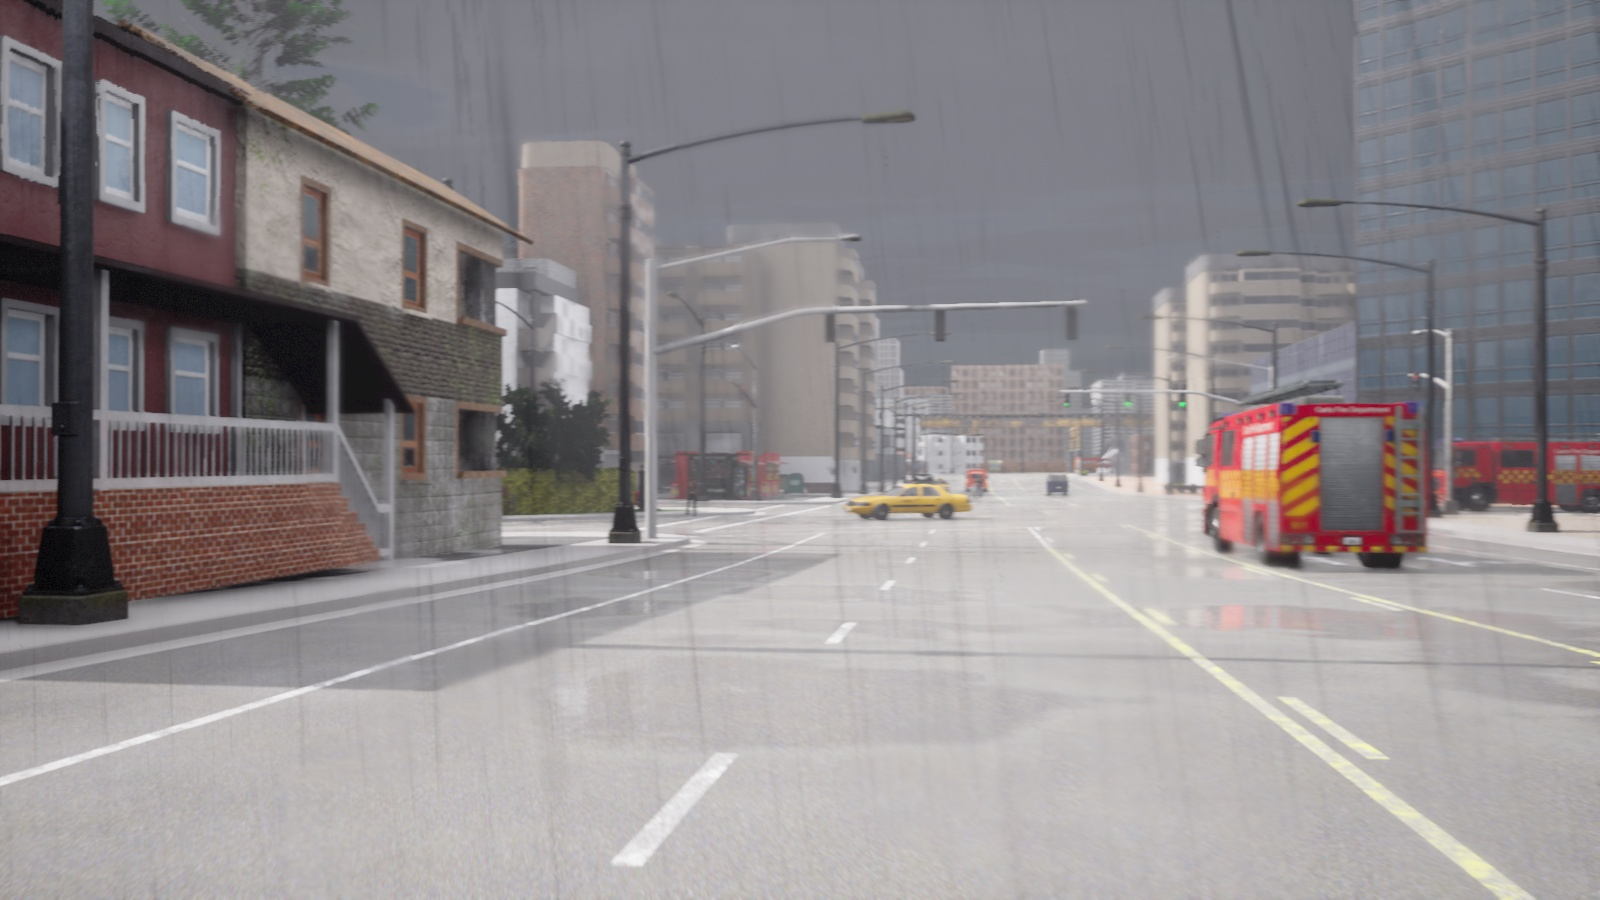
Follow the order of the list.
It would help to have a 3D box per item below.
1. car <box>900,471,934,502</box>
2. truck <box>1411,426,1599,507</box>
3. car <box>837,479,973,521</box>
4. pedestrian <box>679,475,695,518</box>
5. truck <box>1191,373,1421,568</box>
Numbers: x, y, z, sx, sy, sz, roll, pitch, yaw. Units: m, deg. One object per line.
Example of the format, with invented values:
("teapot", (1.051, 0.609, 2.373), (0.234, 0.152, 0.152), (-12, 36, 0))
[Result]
("car", (7.346, 2.276, 78.362), (1.932, 1.855, 4.605), (0, -1, 8))
("truck", (34.811, 0.829, 61.305), (8.468, 3.827, 2.891), (0, -1, 8))
("car", (4.362, 2.045, 52.058), (5.366, 1.575, 1.801), (0, -1, -21))
("pedestrian", (-4.832, 1.976, 53.602), (0.328, 1.805, 0.869), (-1, -1, 18))
("truck", (11.333, 0.522, 29.139), (2.891, 3.827, 8.468), (0, -2, 8))
